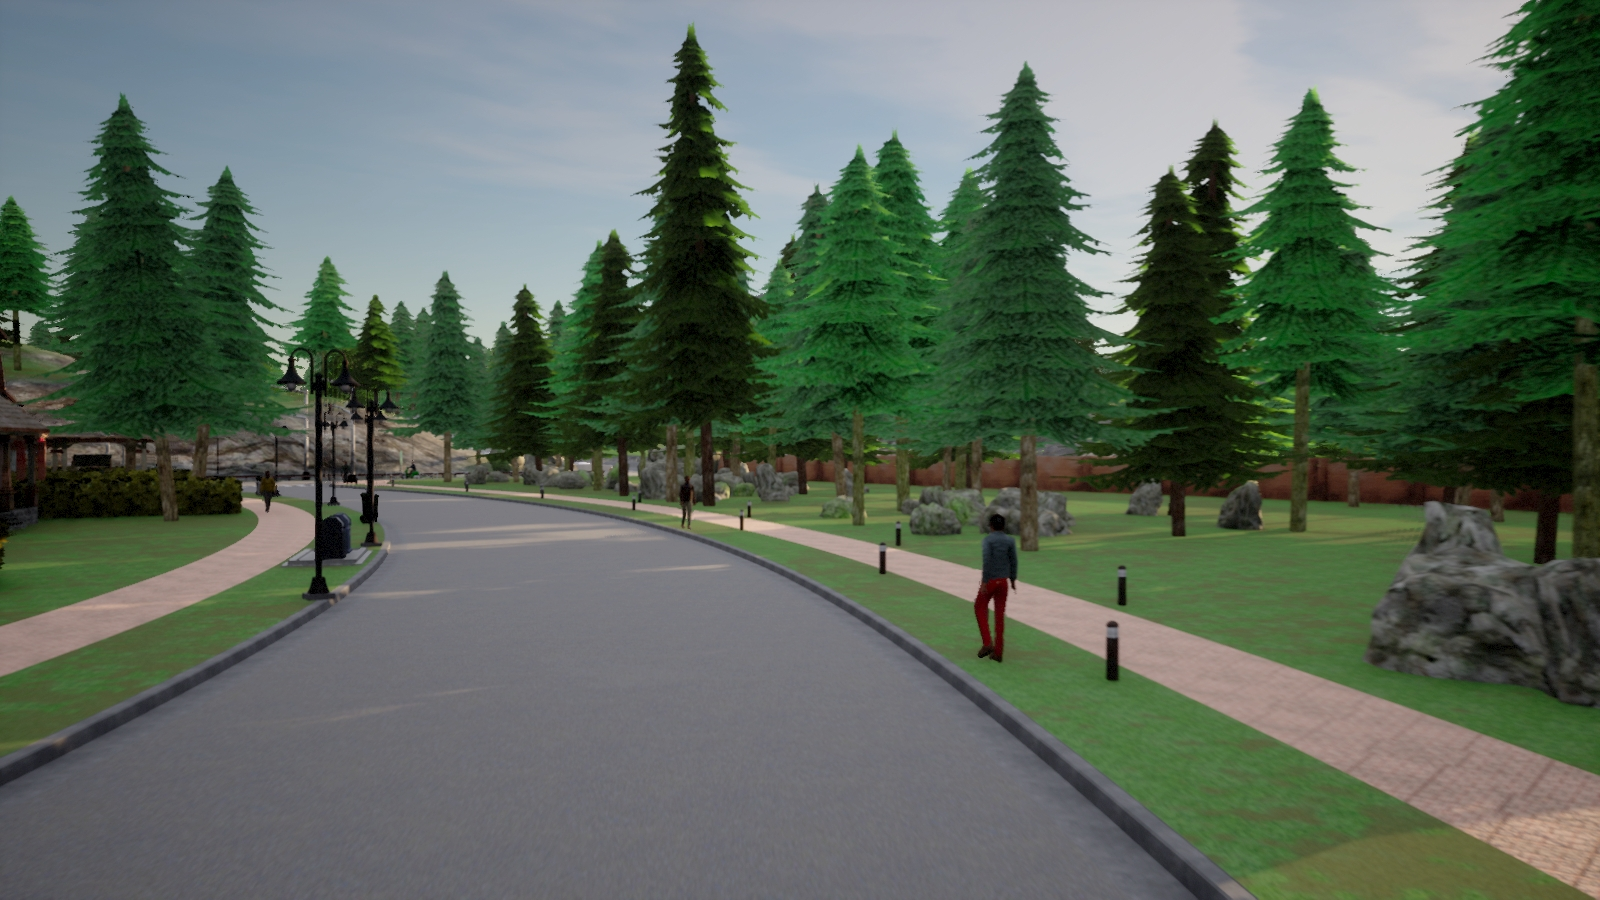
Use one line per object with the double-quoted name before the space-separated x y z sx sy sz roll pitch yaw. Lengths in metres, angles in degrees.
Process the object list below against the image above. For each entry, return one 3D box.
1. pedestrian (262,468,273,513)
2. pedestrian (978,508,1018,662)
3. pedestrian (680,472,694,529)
"pedestrian" -22.267 1.670 47.756 0.375 1.860 0.375 0 0 -28
"pedestrian" 2.458 1.664 14.191 0.375 1.860 0.375 0 0 -14
"pedestrian" -3.741 1.667 37.933 0.375 1.860 0.375 0 0 -22
